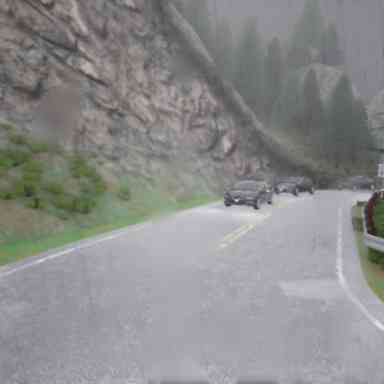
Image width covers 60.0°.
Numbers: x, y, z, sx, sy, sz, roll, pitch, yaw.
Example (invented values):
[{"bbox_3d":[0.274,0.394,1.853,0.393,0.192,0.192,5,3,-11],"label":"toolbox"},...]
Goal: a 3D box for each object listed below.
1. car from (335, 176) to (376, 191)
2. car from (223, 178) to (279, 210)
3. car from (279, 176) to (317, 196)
[{"bbox_3d":[16.546,-0.878,33.643,4.892,1.490,1.837,-2,4,-30],"label":"car"},{"bbox_3d":[3.340,0.024,18.993,1.837,1.490,4.892,5,6,26],"label":"car"},{"bbox_3d":[8.442,-0.536,27.083,2.128,1.511,4.902,6,6,43],"label":"car"}]
